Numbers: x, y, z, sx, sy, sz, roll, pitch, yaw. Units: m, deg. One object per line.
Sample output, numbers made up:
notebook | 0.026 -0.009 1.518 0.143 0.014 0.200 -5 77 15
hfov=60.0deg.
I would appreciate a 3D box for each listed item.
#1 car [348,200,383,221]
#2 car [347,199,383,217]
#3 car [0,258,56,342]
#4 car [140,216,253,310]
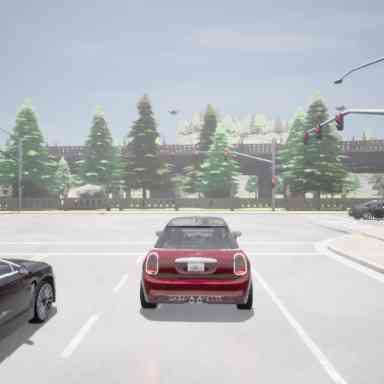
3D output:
car | 14.937 1.449 26.283 4.892 1.490 1.837 0 0 1
car | 16.787 1.436 29.742 4.902 1.511 2.128 0 0 1
car | -3.434 1.492 4.259 2.128 1.511 4.902 0 0 0
car | 0.146 1.352 8.010 2.097 1.767 4.553 0 0 2
